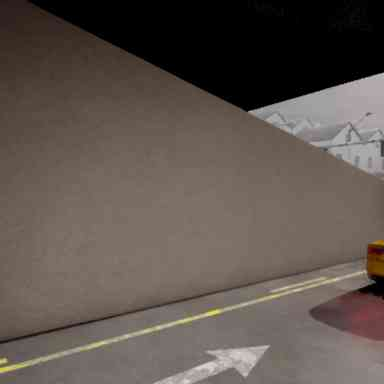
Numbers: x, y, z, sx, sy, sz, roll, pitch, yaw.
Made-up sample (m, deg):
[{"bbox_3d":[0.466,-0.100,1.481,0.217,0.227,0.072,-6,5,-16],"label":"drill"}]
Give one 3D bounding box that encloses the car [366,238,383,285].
[{"bbox_3d":[6.294,1.471,8.241,5.008,1.535,1.882,0,0,-35],"label":"car"}]
